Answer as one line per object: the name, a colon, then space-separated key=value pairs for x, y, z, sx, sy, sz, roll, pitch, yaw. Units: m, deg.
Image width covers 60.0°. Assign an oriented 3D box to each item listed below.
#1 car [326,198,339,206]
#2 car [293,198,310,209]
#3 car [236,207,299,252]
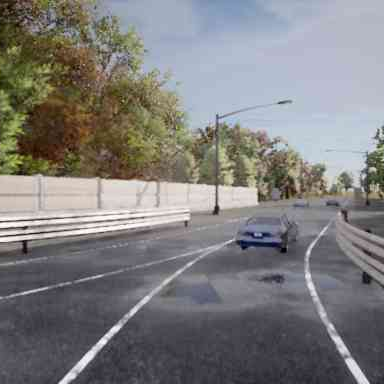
car: x=24.800 y=1.792 z=58.606 sx=1.994 sy=1.385 sz=4.181 roll=0 pitch=0 yaw=26
car: x=16.141 y=1.689 z=48.977 sx=1.812 sy=1.442 sz=4.674 roll=2 pitch=1 yaw=26
car: x=3.395 y=1.598 z=14.272 sx=2.033 sy=1.411 sz=5.357 roll=0 pitch=0 yaw=24
